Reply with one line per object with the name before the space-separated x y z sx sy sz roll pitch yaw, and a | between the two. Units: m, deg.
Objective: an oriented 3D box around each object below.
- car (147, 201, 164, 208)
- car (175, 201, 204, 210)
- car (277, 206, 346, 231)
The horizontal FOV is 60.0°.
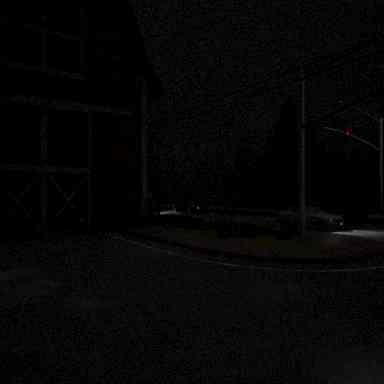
car | -5.493 1.822 41.492 2.033 1.411 5.357 0 0 -34
car | -0.419 1.828 40.628 1.994 1.385 4.181 0 0 -34
car | 7.782 1.676 22.143 1.812 1.442 4.674 0 0 -34
